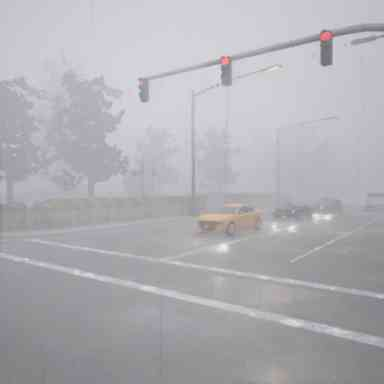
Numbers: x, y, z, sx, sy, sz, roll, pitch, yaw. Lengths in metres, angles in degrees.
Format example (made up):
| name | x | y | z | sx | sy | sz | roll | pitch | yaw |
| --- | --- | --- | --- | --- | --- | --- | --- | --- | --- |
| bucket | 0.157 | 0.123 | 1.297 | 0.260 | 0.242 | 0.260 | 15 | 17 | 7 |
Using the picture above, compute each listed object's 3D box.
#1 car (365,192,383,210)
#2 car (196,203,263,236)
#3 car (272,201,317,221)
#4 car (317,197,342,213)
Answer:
| name | x | y | z | sx | sy | sz | roll | pitch | yaw |
| --- | --- | --- | --- | --- | --- | --- | --- | --- | --- |
| car | 21.480 | 0.966 | 38.321 | 2.150 | 2.045 | 5.566 | 0 | 0 | 35 |
| car | 2.171 | 1.402 | 18.282 | 1.882 | 1.535 | 5.008 | 0 | 0 | 36 |
| car | 8.008 | 1.458 | 26.219 | 1.895 | 1.301 | 4.718 | 0 | 0 | 36 |
| car | 14.180 | 1.278 | 34.575 | 2.128 | 1.511 | 4.902 | 0 | 0 | 37 |
